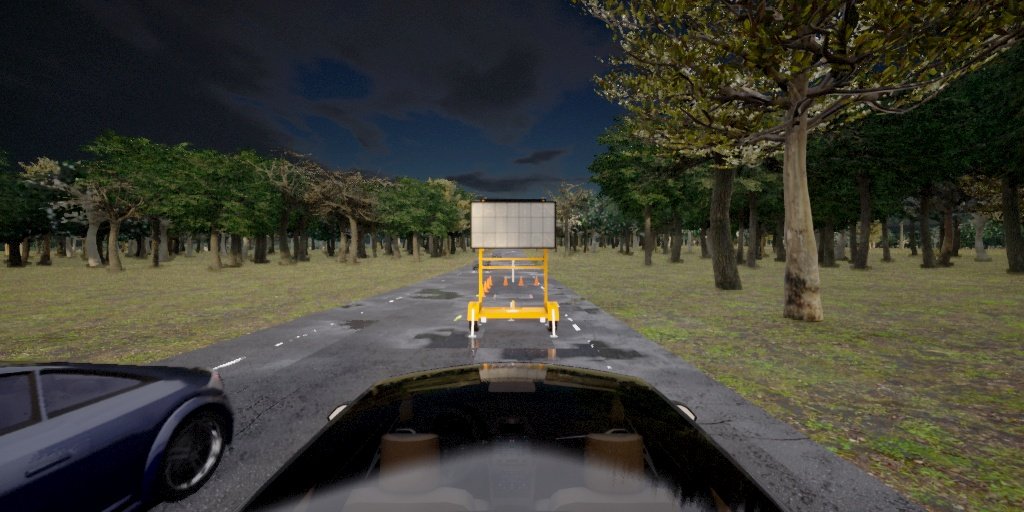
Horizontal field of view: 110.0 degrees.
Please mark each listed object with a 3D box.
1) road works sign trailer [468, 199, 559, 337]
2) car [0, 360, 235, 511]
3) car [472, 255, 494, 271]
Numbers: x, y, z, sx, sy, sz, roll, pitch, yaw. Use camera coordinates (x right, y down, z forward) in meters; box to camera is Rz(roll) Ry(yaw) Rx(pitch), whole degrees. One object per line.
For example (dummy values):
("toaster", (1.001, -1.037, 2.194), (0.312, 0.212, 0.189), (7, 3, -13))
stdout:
("road works sign trailer", (0.034, 0.198, 10.187), (2.380, 3.560, 2.880), (0, 0, 0))
("car", (-3.596, 1.314, 1.619), (1.994, 1.385, 4.181), (0, 0, 0))
("car", (-3.460, 0.891, 41.241), (1.837, 1.490, 4.892), (0, 1, 0))
